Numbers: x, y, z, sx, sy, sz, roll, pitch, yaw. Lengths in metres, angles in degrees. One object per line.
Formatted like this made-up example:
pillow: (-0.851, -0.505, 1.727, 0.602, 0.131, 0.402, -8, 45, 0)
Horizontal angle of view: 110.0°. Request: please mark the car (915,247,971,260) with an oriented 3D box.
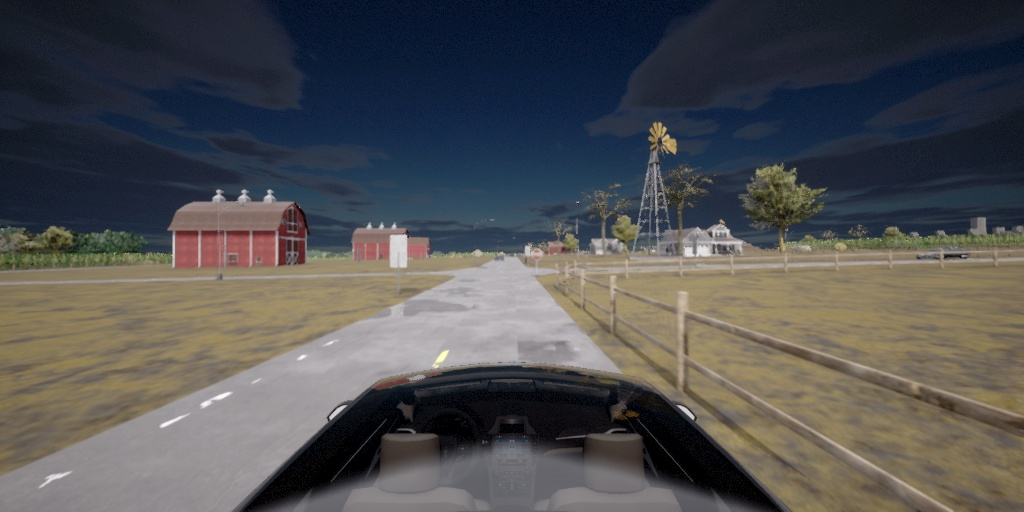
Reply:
car: (49.097, -0.314, 40.930, 4.902, 1.511, 2.128, -1, 0, 0)
